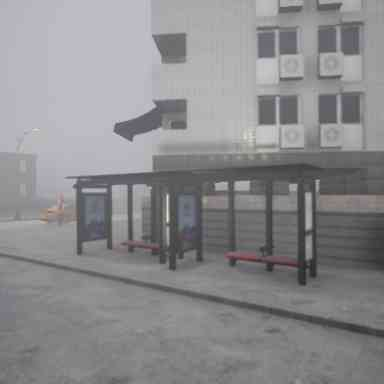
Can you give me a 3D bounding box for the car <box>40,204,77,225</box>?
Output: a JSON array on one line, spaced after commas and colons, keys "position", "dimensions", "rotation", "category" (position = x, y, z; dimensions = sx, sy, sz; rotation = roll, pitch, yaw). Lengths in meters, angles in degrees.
[{"position": [-9.616, 1.672, 26.779], "dimensions": [1.882, 1.535, 5.008], "rotation": [-1, 0, 35], "category": "car"}]
